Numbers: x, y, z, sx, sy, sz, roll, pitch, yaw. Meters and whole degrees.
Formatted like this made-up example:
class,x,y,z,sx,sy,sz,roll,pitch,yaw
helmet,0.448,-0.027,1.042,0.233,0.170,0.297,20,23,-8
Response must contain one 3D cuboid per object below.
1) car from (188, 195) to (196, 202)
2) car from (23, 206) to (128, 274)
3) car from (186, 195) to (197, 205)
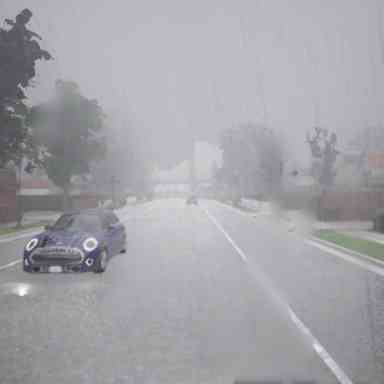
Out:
class,x,y,z,sx,sy,sz,roll,pitch,yaw
car,-0.002,1.398,70.780,1.837,1.490,4.892,0,0,0
car,-3.501,1.401,10.781,2.097,1.767,4.553,0,0,0
car,-0.002,1.650,60.777,1.994,1.385,4.181,0,0,0
